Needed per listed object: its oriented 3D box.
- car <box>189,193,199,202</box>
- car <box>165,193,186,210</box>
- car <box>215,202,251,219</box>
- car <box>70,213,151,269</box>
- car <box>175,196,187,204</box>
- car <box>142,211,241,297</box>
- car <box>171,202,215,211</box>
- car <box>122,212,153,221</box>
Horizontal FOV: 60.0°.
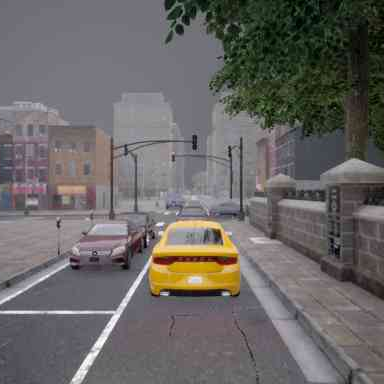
[{"bbox_3d":[0.379,1.508,66.917,1.812,1.442,4.674,0,0,0],"label":"car"},{"bbox_3d":[-2.238,1.211,43.106,2.150,2.045,5.566,0,0,0],"label":"car"},{"bbox_3d":[3.590,1.524,28.504,4.181,1.385,1.994,0,0,26],"label":"car"},{"bbox_3d":[-2.623,1.581,11.045,1.802,1.307,4.206,0,0,0],"label":"car"},{"bbox_3d":[-2.174,1.476,64.448,2.128,1.511,4.902,0,0,0],"label":"car"},{"bbox_3d":[0.078,1.477,8.639,1.882,1.535,5.008,0,0,0],"label":"car"},{"bbox_3d":[0.030,1.546,19.128,2.033,1.411,5.357,0,0,0],"label":"car"},{"bbox_3d":[-2.618,1.565,14.708,1.947,1.339,4.313,0,0,0],"label":"car"}]
